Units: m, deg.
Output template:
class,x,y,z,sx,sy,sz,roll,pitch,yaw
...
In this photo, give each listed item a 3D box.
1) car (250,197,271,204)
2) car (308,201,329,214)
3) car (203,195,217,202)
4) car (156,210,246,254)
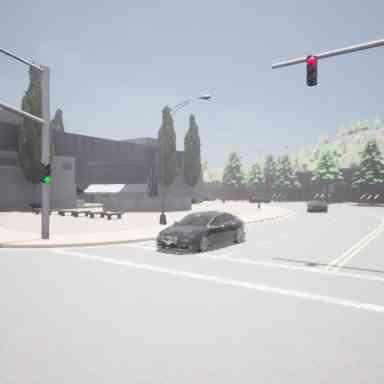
class,x,y,z,sx,sy,sz,roll,pitch,yaw
car,12.630,1.596,61.286,1.895,1.301,4.718,0,0,-21
car,13.373,1.602,35.356,1.895,1.301,4.718,0,0,18
car,3.552,1.523,75.309,1.812,1.442,4.674,0,0,-43
car,0.549,1.571,13.851,1.837,1.490,4.892,0,1,35
